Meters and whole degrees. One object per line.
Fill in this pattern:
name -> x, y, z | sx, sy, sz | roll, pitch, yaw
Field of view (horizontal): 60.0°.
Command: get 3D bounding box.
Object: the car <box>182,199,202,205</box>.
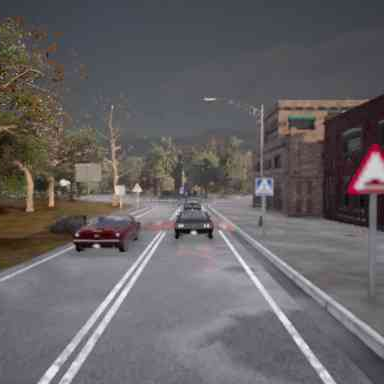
car -> 0.037, 1.538, 35.756 | 1.837, 1.490, 4.892 | 0, 0, 0

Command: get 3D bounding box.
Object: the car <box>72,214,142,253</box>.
car -> -3.359, 1.613, 13.956 | 1.895, 1.301, 4.718 | 0, 0, 0

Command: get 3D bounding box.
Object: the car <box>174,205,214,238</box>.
car -> 0.085, 1.615, 17.802 | 1.895, 1.301, 4.718 | 0, 0, 0
